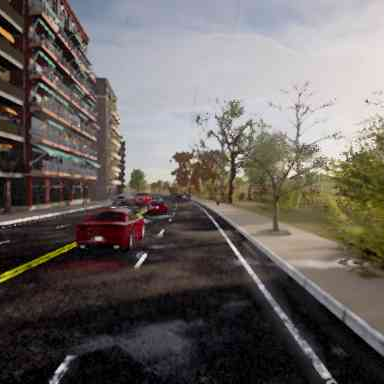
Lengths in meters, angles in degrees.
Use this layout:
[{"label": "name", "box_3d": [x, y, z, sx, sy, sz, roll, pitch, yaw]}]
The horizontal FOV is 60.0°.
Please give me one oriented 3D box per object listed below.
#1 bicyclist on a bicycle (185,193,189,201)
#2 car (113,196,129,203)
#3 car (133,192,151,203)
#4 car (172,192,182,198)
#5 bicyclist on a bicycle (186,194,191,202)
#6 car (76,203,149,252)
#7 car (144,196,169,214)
[{"label": "bicyclist on a bicycle", "box_3d": [-1.062, 1.025, 70.518, 0.659, 1.776, 1.843, 0, 1, -4]}, {"label": "car", "box_3d": [-10.549, 1.294, 49.448, 1.812, 1.442, 4.674, 0, 0, -2]}, {"label": "car", "box_3d": [-7.282, 0.990, 49.129, 2.150, 2.045, 5.566, 0, 0, -2]}, {"label": "car", "box_3d": [-3.605, 0.971, 89.324, 2.033, 1.411, 5.357, 0, 0, -6]}, {"label": "bicyclist on a bicycle", "box_3d": [-0.448, 1.154, 61.543, 0.582, 1.620, 1.656, 0, 0, -4]}, {"label": "car", "box_3d": [-3.151, 1.412, 13.685, 1.882, 1.535, 5.008, 0, 0, 0]}, {"label": "car", "box_3d": [-3.339, 1.407, 33.424, 1.994, 1.385, 4.181, 0, 0, -1]}]
